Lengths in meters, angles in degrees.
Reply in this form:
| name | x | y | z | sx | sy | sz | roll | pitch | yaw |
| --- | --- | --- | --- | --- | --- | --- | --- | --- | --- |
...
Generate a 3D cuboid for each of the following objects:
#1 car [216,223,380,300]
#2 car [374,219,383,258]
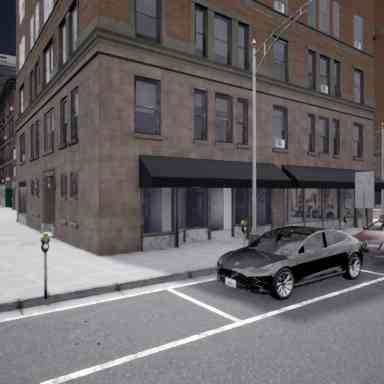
| name | x | y | z | sx | sy | sz | roll | pitch | yaw |
| --- | --- | --- | --- | --- | --- | --- | --- | --- | --- |
| car | 2.599 | 1.566 | 8.382 | 4.313 | 1.339 | 1.947 | 0 | 0 | -35 |
| car | 7.080 | 1.582 | 11.573 | 4.206 | 1.307 | 1.802 | 0 | 0 | -35 |
